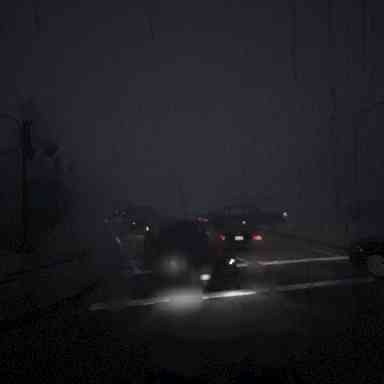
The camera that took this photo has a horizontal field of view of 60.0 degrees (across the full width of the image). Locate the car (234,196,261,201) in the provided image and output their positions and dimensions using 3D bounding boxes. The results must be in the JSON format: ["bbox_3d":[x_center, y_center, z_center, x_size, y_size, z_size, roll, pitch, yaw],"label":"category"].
[{"bbox_3d":[7.307,1.287,46.187,2.007,1.523,4.514,0,0,-17],"label":"car"}]

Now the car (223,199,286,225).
[{"bbox_3d":[2.854,1.466,19.847,5.357,1.411,2.033,-3,1,-17],"label":"car"}]

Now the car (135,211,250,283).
[{"bbox_3d":[-0.369,1.542,10.128,2.033,1.411,5.357,0,0,-15],"label":"car"}]

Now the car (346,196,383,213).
[{"bbox_3d":[15.568,1.355,29.241,1.970,1.475,3.806,0,0,-17],"label":"car"}]

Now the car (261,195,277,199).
[{"bbox_3d":[10.294,1.277,47.147,2.152,1.636,5.027,0,0,-17],"label":"car"}]

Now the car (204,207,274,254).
[{"bbox_3d":[1.357,1.538,13.254,2.033,1.411,5.357,0,0,-4],"label":"car"}]

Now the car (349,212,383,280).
[{"bbox_3d":[6.599,1.475,8.190,5.008,1.535,1.882,0,0,38],"label":"car"}]

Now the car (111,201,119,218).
[{"bbox_3d":[-6.290,1.515,30.106,2.033,1.411,5.357,0,0,-17],"label":"car"}]

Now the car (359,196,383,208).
[{"bbox_3d":[23.857,1.273,43.239,1.845,1.501,3.633,0,0,-17],"label":"car"}]

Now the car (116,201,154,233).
[{"bbox_3d":[-3.116,1.529,19.958,2.033,1.411,5.357,0,0,-17],"label":"car"}]
